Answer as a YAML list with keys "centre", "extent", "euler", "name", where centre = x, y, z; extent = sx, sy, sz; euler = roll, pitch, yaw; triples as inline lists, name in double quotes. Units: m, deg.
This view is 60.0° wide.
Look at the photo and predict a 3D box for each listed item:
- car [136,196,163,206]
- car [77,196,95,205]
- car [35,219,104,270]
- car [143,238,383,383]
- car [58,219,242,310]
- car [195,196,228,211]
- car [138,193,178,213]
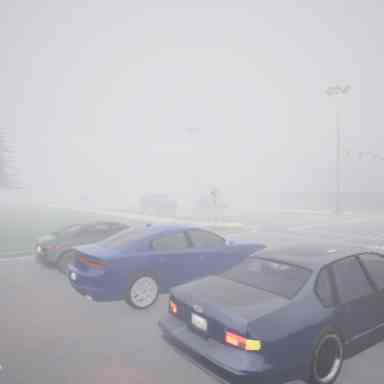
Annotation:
- centre: [-6.804, 1.417, 52.935]
  extent: [2.128, 1.511, 4.902]
  euler: [0, 0, -36]
  name: "car"
- centre: [-18.000, 1.439, 56.526]
  extent: [2.128, 1.511, 4.902]
  euler: [0, 0, -35]
  name: "car"
- centre: [-2.629, 1.553, 10.487]
  extent: [4.181, 1.385, 1.994]
  euler: [0, 0, -35]
  name: "car"
- centre: [2.133, 1.534, 5.282]
  extent: [5.357, 1.411, 2.033]
  euler: [0, 0, -35]
  name: "car"
- centre: [-0.264, 1.465, 7.876]
  extent: [5.008, 1.535, 1.882]
  euler: [0, 0, -35]
  name: "car"
- centre: [2.319, 1.278, 40.420]
  extent: [2.097, 1.767, 4.553]
  euler: [0, 0, -36]
  name: "car"
- centre: [-3.726, 1.168, 36.821]
  extent: [2.150, 2.045, 5.566]
  euler: [0, 0, -36]
  name: "car"
